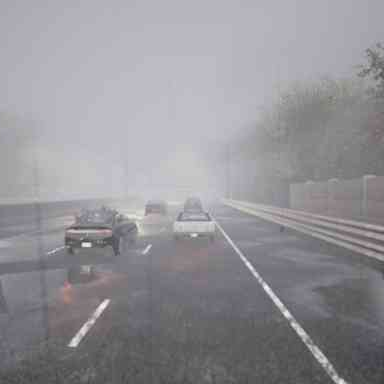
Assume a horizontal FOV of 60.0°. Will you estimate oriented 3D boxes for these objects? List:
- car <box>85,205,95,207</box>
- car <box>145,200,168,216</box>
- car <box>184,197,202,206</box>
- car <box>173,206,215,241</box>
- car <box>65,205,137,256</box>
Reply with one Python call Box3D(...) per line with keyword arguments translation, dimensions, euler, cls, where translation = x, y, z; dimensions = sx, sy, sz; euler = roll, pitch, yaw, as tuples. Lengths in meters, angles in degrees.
Box3D(translation=(-6.908, 1.610, 24.443), dimensions=(1.895, 1.301, 4.718), euler=(0, 0, 0), cls="car")
Box3D(translation=(-3.413, 1.492, 32.633), dimensions=(1.882, 1.535, 5.008), euler=(0, 0, 0), cls="car")
Box3D(translation=(0.081, 1.373, 39.757), dimensions=(2.097, 1.767, 4.553), euler=(0, 0, 0), cls="car")
Box3D(translation=(0.096, 1.605, 16.829), dimensions=(1.895, 1.301, 4.718), euler=(0, 0, 0), cls="car")
Box3D(translation=(-3.405, 1.494, 13.173), dimensions=(2.128, 1.511, 4.902), euler=(0, 0, 0), cls="car")
